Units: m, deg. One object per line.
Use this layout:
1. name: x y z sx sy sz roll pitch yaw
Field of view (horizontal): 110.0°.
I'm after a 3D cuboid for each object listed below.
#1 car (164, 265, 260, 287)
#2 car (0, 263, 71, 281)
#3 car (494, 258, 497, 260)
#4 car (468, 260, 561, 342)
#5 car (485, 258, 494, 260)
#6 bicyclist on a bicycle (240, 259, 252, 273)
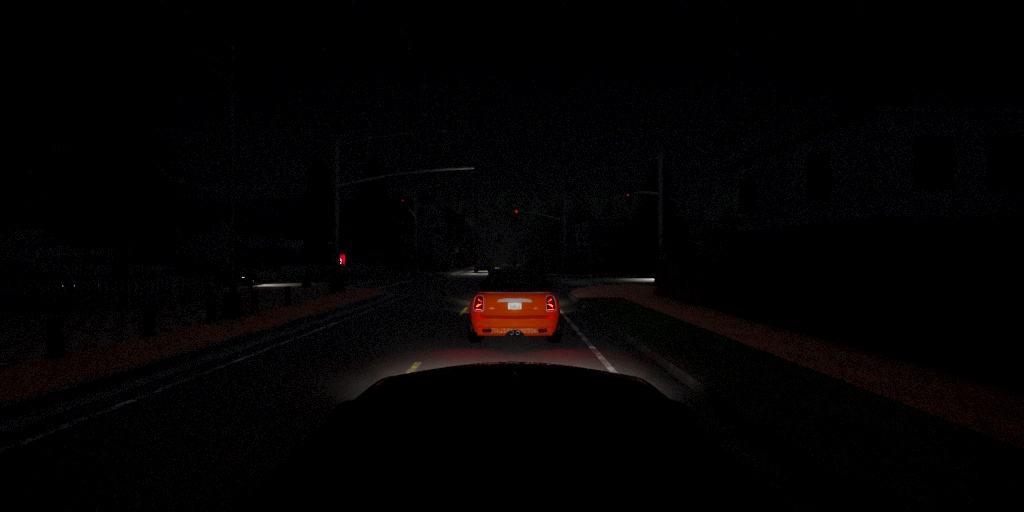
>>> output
1. car: -20.342 1.313 24.351 5.357 1.411 2.033 0 0 -2
2. car: -33.030 1.329 23.997 4.181 1.385 1.994 0 0 -1
3. car: -3.590 1.241 54.184 2.128 1.511 4.902 0 0 0
4. car: 0.072 1.102 9.881 2.097 1.767 4.553 0 0 0
5. car: -3.597 1.228 44.722 1.882 1.535 5.008 0 0 0
6. bicyclist on a bicycle: -23.557 1.066 31.740 0.582 1.620 1.656 0 0 -2
